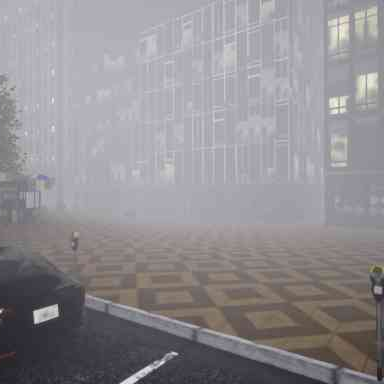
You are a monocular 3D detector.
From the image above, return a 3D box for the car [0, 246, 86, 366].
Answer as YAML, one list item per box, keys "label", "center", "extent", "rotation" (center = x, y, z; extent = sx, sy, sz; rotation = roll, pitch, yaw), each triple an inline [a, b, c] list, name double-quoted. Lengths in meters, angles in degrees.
- label: "car"
  center: [-3.523, 1.566, 5.383]
  extent: [4.313, 1.339, 1.947]
  rotation: [0, 0, 35]
